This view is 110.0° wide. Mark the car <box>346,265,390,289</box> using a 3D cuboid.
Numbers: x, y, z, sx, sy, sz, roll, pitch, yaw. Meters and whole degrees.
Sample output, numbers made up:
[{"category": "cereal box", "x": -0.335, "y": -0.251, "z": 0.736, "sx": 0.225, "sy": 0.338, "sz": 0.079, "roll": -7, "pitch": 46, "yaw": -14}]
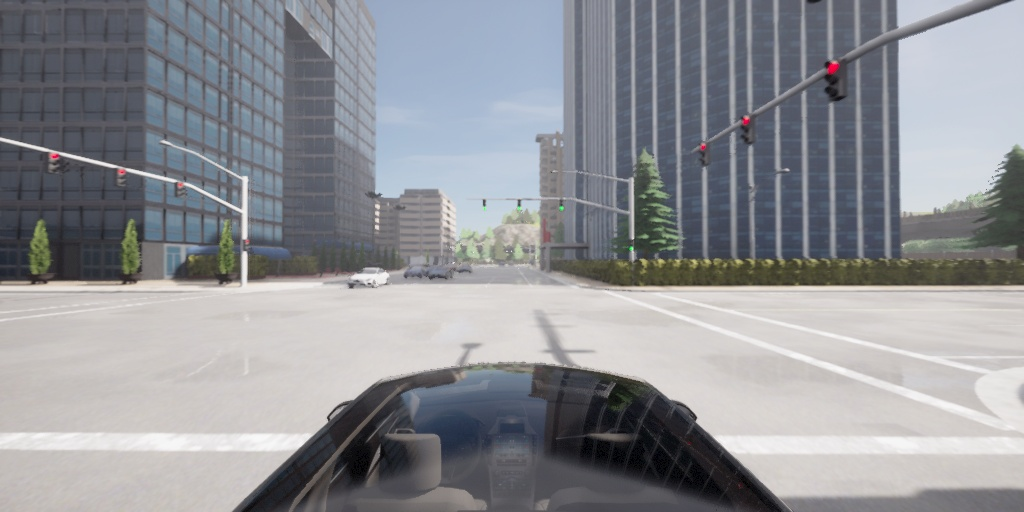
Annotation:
[{"category": "car", "x": -10.721, "y": 1.631, "z": 27.208, "sx": 1.812, "sy": 1.442, "sz": 4.674, "roll": 0, "pitch": -1, "yaw": 0}]

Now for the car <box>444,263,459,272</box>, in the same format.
[{"category": "car", "x": -10.790, "y": 2.077, "z": 64.372, "sx": 1.882, "sy": 1.535, "sz": 5.008, "roll": 0, "pitch": -1, "yaw": 0}]

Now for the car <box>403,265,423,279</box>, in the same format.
[{"category": "car", "x": -10.846, "y": 1.811, "z": 40.647, "sx": 1.812, "sy": 1.442, "sz": 4.674, "roll": 0, "pitch": 0, "yaw": 0}]

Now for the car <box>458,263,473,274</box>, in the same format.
[{"category": "car", "x": -7.296, "y": 2.042, "z": 56.781, "sx": 2.033, "sy": 1.411, "sz": 5.357, "roll": 0, "pitch": -1, "yaw": 0}]

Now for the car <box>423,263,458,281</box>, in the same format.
[{"category": "car", "x": -7.349, "y": 1.784, "z": 37.476, "sx": 2.033, "sy": 1.411, "sz": 5.357, "roll": 0, "pitch": -1, "yaw": 0}]

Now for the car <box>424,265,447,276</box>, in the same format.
[{"category": "car", "x": -10.774, "y": 1.967, "z": 50.839, "sx": 2.033, "sy": 1.411, "sz": 5.357, "roll": 0, "pitch": -1, "yaw": 0}]
